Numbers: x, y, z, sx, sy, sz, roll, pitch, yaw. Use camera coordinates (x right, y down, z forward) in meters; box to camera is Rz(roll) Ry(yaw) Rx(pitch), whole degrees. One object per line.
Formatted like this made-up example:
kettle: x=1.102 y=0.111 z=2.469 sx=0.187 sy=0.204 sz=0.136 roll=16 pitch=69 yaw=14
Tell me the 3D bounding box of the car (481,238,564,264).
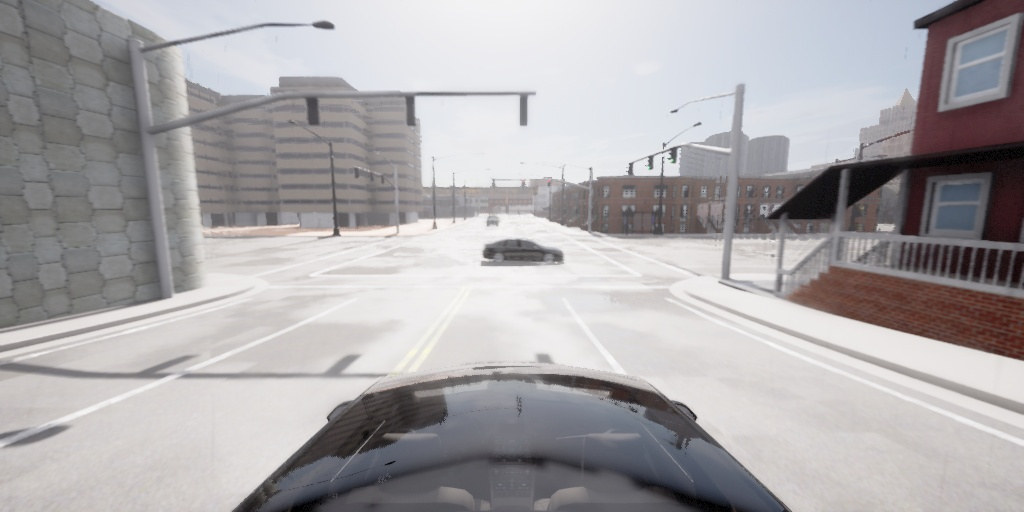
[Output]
car: x=0.642 y=-0.317 z=21.273 sx=4.892 sy=1.490 sz=1.837 roll=1 pitch=8 yaw=0
